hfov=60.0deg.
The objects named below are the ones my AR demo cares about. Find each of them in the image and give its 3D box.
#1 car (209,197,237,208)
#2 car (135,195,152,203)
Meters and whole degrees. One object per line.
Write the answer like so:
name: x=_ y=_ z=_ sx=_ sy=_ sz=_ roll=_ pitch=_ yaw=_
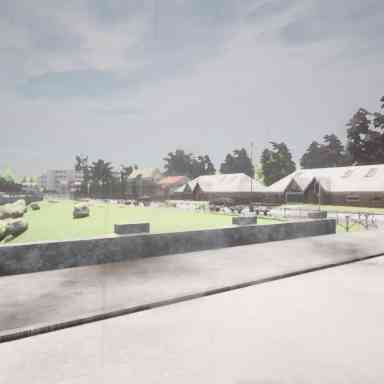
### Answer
car: x=4.393 y=1.491 z=48.690 sx=2.128 sy=1.511 sz=4.902 roll=0 pitch=0 yaw=-35
car: x=-10.049 y=1.502 z=68.996 sx=1.837 sy=1.490 sz=4.892 roll=0 pitch=0 yaw=-35
